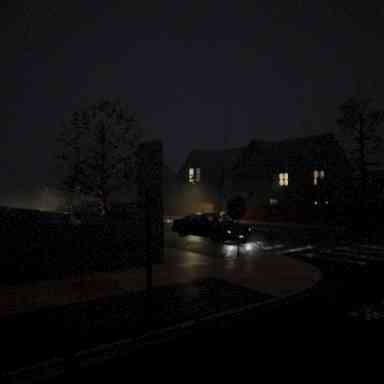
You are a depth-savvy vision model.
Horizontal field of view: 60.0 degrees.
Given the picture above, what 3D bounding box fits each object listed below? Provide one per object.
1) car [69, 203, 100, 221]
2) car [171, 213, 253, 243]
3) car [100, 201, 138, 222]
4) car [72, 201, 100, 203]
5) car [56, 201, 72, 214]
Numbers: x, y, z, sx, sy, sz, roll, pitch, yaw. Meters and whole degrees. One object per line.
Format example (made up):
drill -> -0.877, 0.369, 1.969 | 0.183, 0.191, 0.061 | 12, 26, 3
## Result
car -> -11.110, 2.296, 35.333 | 1.882, 1.535, 5.008 | -1, -1, -36
car -> 0.898, 1.876, 18.517 | 2.033, 1.411, 5.357 | -1, -1, -36
car -> -5.163, 1.797, 26.994 | 2.150, 2.045, 5.566 | -1, -1, -35
car -> -13.558, 2.192, 43.711 | 2.150, 2.045, 5.566 | -1, -1, -35
car -> -19.743, 2.445, 52.292 | 2.150, 2.045, 5.566 | -1, -1, -36
